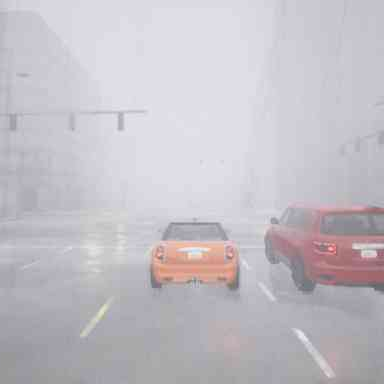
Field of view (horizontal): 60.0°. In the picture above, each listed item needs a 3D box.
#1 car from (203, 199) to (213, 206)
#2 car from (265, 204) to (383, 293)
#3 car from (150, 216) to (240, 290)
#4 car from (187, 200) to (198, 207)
[{"bbox_3d":[3.539,2.364,72.647,1.812,1.442,4.674,0,-1,0],"label":"car"},{"bbox_3d":[3.570,1.333,9.282,2.150,2.045,5.566,0,0,1],"label":"car"},{"bbox_3d":[0.080,1.463,9.586,2.097,1.767,4.553,0,-1,0],"label":"car"},{"bbox_3d":[0.150,2.298,66.746,1.812,1.442,4.674,0,-1,0],"label":"car"}]
